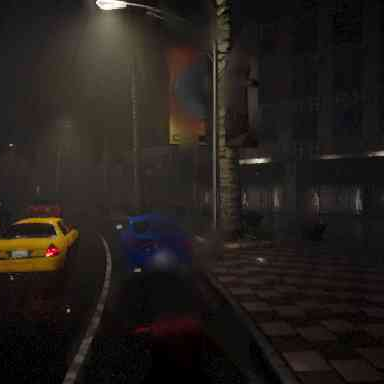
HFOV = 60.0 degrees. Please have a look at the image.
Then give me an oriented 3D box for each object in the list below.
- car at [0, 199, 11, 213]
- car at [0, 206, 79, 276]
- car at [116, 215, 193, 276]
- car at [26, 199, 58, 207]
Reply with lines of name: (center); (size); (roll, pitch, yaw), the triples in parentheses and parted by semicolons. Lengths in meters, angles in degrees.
car: (-13.551, 1.464, 22.726); (1.882, 1.535, 5.008); (0, 0, -31)
car: (-4.649, 1.451, 10.362); (1.801, 1.575, 5.366); (0, 0, -13)
car: (-1.332, 1.475, 10.583); (1.882, 1.535, 5.008); (0, 0, -14)
car: (-11.997, 1.340, 26.637); (2.097, 1.767, 4.553); (0, 0, -34)
